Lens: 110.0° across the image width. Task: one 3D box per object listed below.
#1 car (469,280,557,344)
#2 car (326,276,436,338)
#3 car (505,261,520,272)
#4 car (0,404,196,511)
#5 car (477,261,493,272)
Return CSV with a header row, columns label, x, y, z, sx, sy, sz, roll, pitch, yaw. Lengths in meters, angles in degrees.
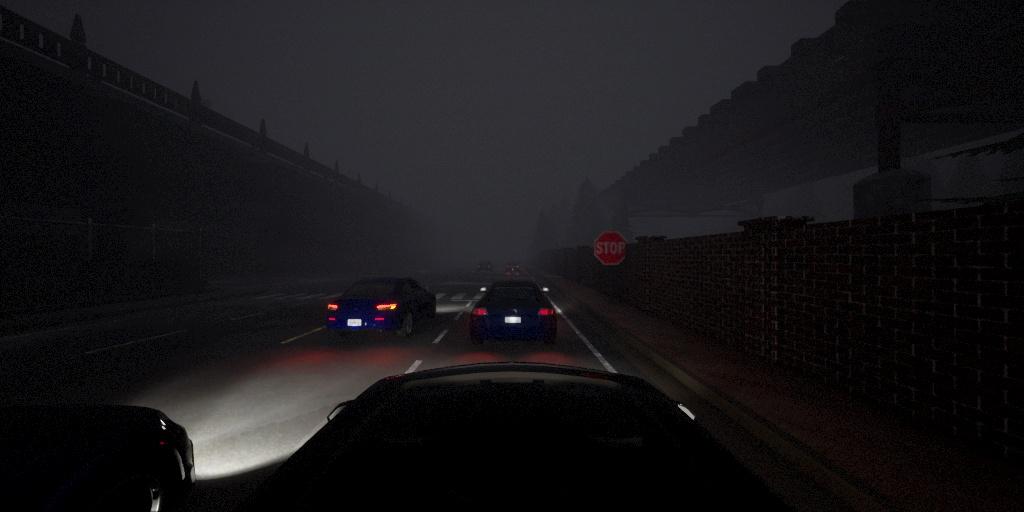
label,x,y,z,sx,sy,sz,roll,pitch,yaw
car,0.061,1.314,9.551,1.994,1.385,4.181,0,0,1
car,-3.421,1.276,10.070,1.812,1.442,4.674,0,0,0
car,0.060,1.351,46.253,1.895,1.301,4.718,0,0,-1
car,-3.399,1.314,0.974,1.994,1.385,4.181,0,0,0
car,-3.433,1.297,45.958,2.033,1.411,5.357,0,0,-1
